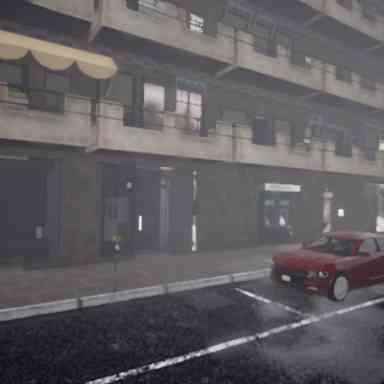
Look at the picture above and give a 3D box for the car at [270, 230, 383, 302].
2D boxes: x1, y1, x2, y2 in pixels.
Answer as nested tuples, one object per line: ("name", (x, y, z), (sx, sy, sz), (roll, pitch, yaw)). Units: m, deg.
("car", (4.037, 1.725, 8.699), (4.507, 1.381, 1.887), (1, 0, -32))
